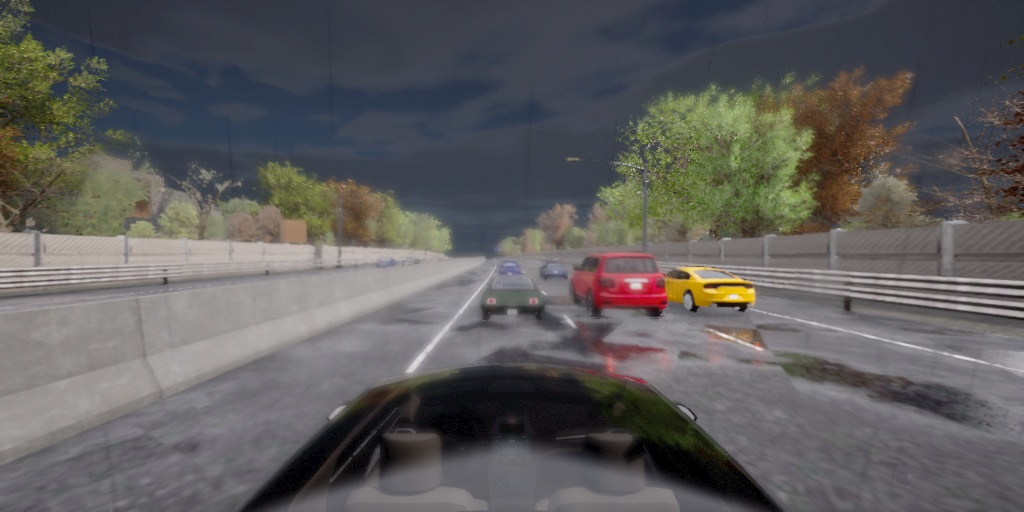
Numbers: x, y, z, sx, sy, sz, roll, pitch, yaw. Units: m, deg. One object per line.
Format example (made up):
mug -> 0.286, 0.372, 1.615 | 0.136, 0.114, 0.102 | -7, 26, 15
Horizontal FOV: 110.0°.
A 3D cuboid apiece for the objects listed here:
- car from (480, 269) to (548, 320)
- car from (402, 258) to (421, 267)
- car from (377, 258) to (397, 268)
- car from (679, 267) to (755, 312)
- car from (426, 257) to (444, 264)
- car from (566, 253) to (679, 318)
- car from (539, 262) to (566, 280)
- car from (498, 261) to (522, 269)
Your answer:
car -> 0.018, 1.300, 12.415 | 1.895, 1.301, 4.718 | 0, 0, 0
car -> -14.846, 0.994, 53.202 | 2.128, 1.511, 4.902 | 0, 0, -1
car -> -18.340, 1.028, 52.879 | 1.812, 1.442, 4.674 | 0, 0, -1
car -> 7.013, 1.170, 13.854 | 1.882, 1.535, 5.008 | 0, -1, -1
car -> -11.344, 0.981, 53.140 | 1.882, 1.535, 5.008 | 0, 0, -1
car -> 3.518, 0.921, 12.799 | 2.150, 2.045, 5.566 | 0, 1, 0
car -> 3.332, 1.182, 29.520 | 1.994, 1.385, 4.181 | 0, 0, -1
car -> -0.172, 1.142, 29.969 | 1.812, 1.442, 4.674 | 0, 0, -1
